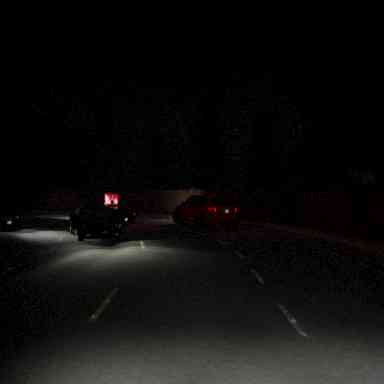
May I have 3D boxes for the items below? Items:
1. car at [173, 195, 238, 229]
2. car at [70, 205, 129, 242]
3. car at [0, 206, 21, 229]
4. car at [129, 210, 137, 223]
[{"bbox_3d":[0.736,1.215,21.723,2.150,2.045,5.566,1,0,-28],"label":"car"},{"bbox_3d":[-4.911,1.473,16.660,1.882,1.535,5.008,1,0,-27],"label":"car"},{"bbox_3d":[-12.481,1.485,20.256,4.902,1.511,2.128,0,0,31],"label":"car"},{"bbox_3d":[-6.191,1.594,24.628,4.718,1.301,1.895,0,0,44],"label":"car"}]
